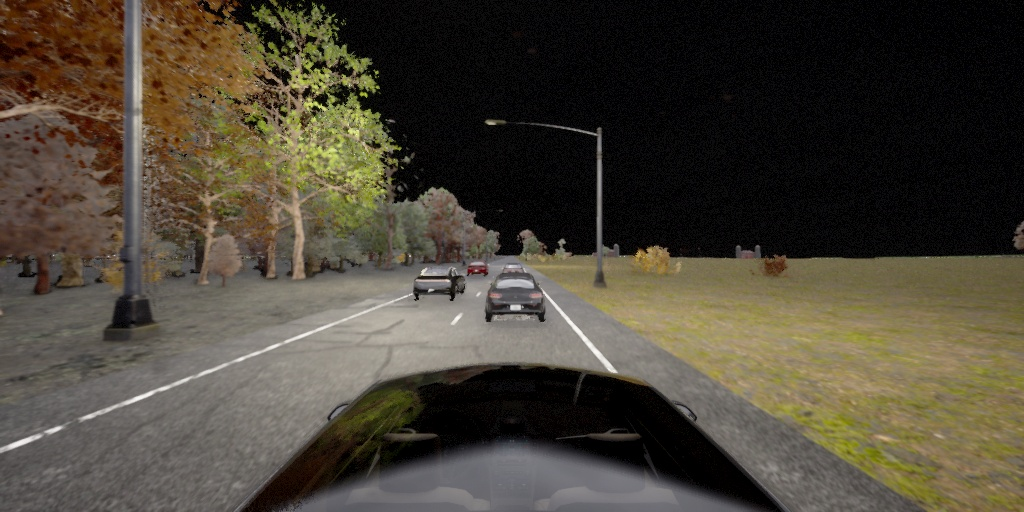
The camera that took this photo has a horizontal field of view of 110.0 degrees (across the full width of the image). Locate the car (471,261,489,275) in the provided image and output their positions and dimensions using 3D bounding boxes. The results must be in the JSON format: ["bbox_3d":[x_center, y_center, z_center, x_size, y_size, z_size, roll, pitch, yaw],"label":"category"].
[{"bbox_3d":[-3.381,1.231,36.464,1.882,1.535,5.008,0,0,0],"label":"car"}]

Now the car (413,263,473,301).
[{"bbox_3d":[-3.391,1.243,17.442,2.128,1.511,4.902,0,0,0],"label":"car"}]

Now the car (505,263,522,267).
[{"bbox_3d":[0.114,1.299,30.508,2.033,1.411,5.357,0,0,0],"label":"car"}]

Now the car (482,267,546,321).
[{"bbox_3d":[0.101,1.277,12.339,1.812,1.442,4.674,0,0,0],"label":"car"}]
